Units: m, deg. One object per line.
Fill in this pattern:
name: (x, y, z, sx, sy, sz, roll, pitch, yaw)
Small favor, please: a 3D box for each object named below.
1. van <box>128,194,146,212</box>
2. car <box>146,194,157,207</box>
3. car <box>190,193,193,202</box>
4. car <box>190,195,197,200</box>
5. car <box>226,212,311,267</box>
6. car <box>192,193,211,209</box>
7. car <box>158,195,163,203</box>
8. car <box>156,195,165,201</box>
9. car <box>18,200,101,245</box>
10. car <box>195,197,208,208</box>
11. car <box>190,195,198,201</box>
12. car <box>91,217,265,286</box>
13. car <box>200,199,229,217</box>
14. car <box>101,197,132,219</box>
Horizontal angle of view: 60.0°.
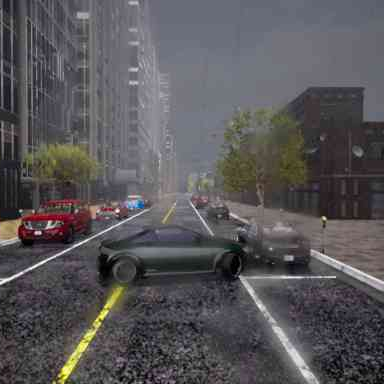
van: (-6.695, 1.324, 38.595, 1.690, 1.788, 3.998, -1, 0, -2)
car: (-6.988, 1.292, 49.660, 2.192, 1.841, 5.009, -1, 0, -2)
car: (0.804, 1.281, 72.003, 2.192, 1.841, 5.009, -1, 0, -2)
car: (0.368, 1.540, 88.600, 1.802, 1.307, 4.206, -1, 0, -2)
car: (2.548, 1.546, 11.148, 2.008, 1.369, 4.403, -1, 0, -2)
car: (1.536, 1.295, 44.340, 2.192, 1.841, 5.009, -1, 0, -2)
car: (-7.424, 1.514, 66.259, 1.887, 1.381, 4.507, -1, 0, -2)
car: (-7.859, 1.486, 82.688, 1.752, 1.417, 4.829, -1, 0, -2)
car: (-6.192, 1.308, 15.733, 2.192, 1.841, 5.009, -1, 0, -2)
car: (1.389, 1.503, 50.042, 1.752, 1.417, 4.829, -1, 0, -2)
car: (0.515, 1.527, 83.068, 1.947, 1.339, 4.313, -1, 0, -2)
car: (-0.445, 1.555, 9.107, 4.181, 1.385, 1.994, 0, 0, -13)
car: (2.010, 1.539, 27.007, 2.008, 1.369, 4.403, -1, 0, -2)
car: (-6.393, 1.429, 26.801, 1.967, 1.590, 4.097, -1, 0, -2)
